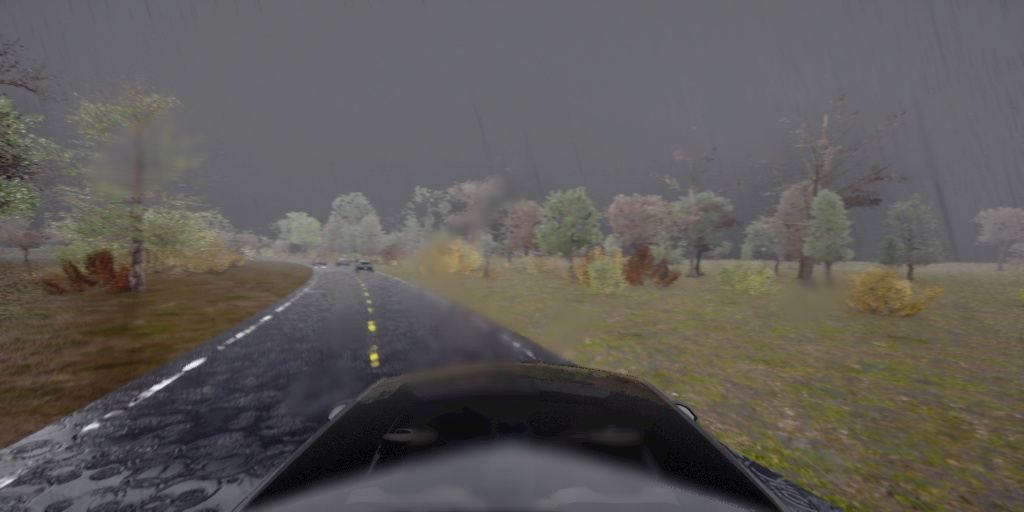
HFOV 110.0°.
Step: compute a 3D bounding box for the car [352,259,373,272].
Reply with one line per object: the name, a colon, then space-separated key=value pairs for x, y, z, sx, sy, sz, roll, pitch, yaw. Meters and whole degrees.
car: x=-17.555 y=1.100 z=42.238 sx=1.837 sy=1.490 sz=4.892 roll=1 pitch=1 yaw=-29
